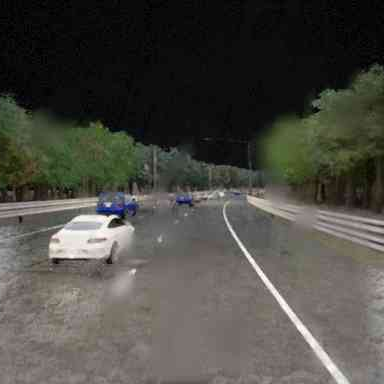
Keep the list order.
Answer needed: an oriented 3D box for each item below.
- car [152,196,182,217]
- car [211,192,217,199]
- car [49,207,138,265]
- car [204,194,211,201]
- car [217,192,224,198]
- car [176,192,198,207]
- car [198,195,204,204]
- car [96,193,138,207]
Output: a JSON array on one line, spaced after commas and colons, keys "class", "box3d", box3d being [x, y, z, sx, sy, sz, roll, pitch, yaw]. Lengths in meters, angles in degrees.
[{"class": "car", "box3d": [-2.269, 1.364, 28.926, 1.812, 1.442, 4.674, 0, 0, 4]}, {"class": "car", "box3d": [4.055, 1.039, 77.034, 1.895, 1.301, 4.718, 0, 1, 11]}, {"class": "car", "box3d": [-3.182, 1.470, 11.319, 1.812, 1.442, 4.674, 0, 0, 2]}, {"class": "car", "box3d": [2.110, 1.164, 66.351, 1.895, 1.301, 4.718, 0, 1, 10]}, {"class": "car", "box3d": [6.278, 0.806, 87.630, 2.128, 1.511, 4.902, 0, 1, 13]}, {"class": "car", "box3d": [-0.917, 0.962, 44.849, 2.150, 2.045, 5.566, 0, 0, 6]}, {"class": "car", "box3d": [0.453, 1.270, 55.622, 1.895, 1.301, 4.718, 0, 0, 8]}, {"class": "car", "box3d": [-5.933, 1.067, 26.866, 2.150, 2.045, 5.566, 0, 0, 4]}]
